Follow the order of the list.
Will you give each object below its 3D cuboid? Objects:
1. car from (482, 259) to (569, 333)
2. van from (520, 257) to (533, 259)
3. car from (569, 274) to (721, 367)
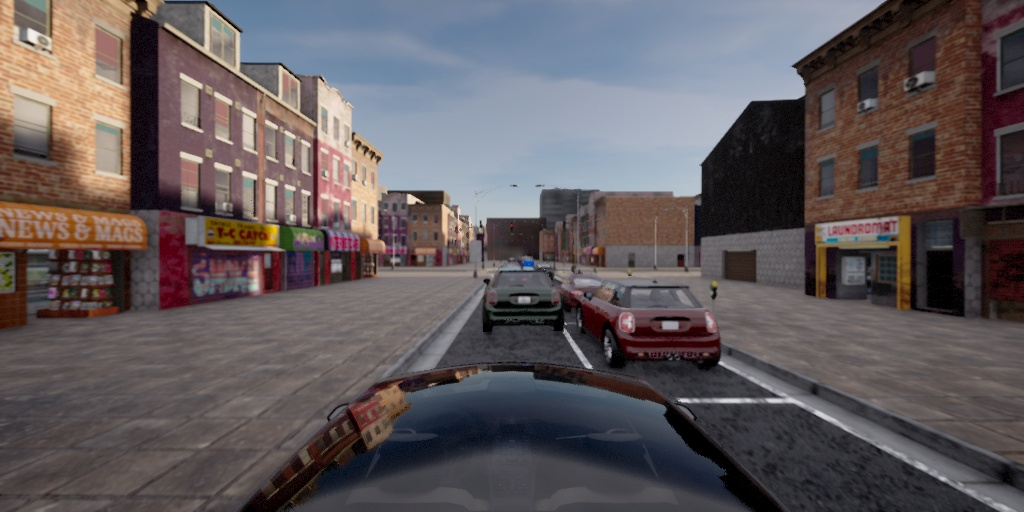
[{"bbox_3d":[0.201,1.083,10.873,2.097,1.767,4.553,0,0,-3],"label":"car"},{"bbox_3d":[2.631,1.056,57.626,1.690,1.789,3.998,0,0,0],"label":"van"},{"bbox_3d":[2.637,1.177,7.908,1.967,1.591,4.097,0,0,0],"label":"car"}]
